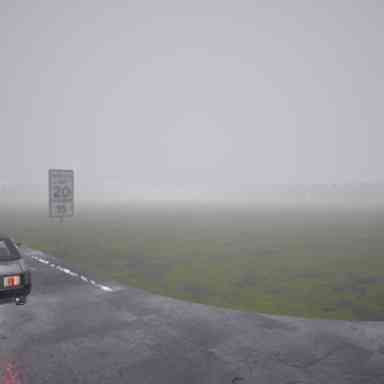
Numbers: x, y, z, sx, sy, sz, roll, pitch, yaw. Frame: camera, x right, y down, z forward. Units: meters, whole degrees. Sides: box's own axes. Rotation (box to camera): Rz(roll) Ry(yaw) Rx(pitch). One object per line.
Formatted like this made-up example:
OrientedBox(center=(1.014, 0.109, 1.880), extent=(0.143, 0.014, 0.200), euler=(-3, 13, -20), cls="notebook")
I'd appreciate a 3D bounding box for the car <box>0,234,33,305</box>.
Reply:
OrientedBox(center=(-4.837, 1.595, 7.414), extent=(1.895, 1.301, 4.718), euler=(0, 0, -32), cls="car")
